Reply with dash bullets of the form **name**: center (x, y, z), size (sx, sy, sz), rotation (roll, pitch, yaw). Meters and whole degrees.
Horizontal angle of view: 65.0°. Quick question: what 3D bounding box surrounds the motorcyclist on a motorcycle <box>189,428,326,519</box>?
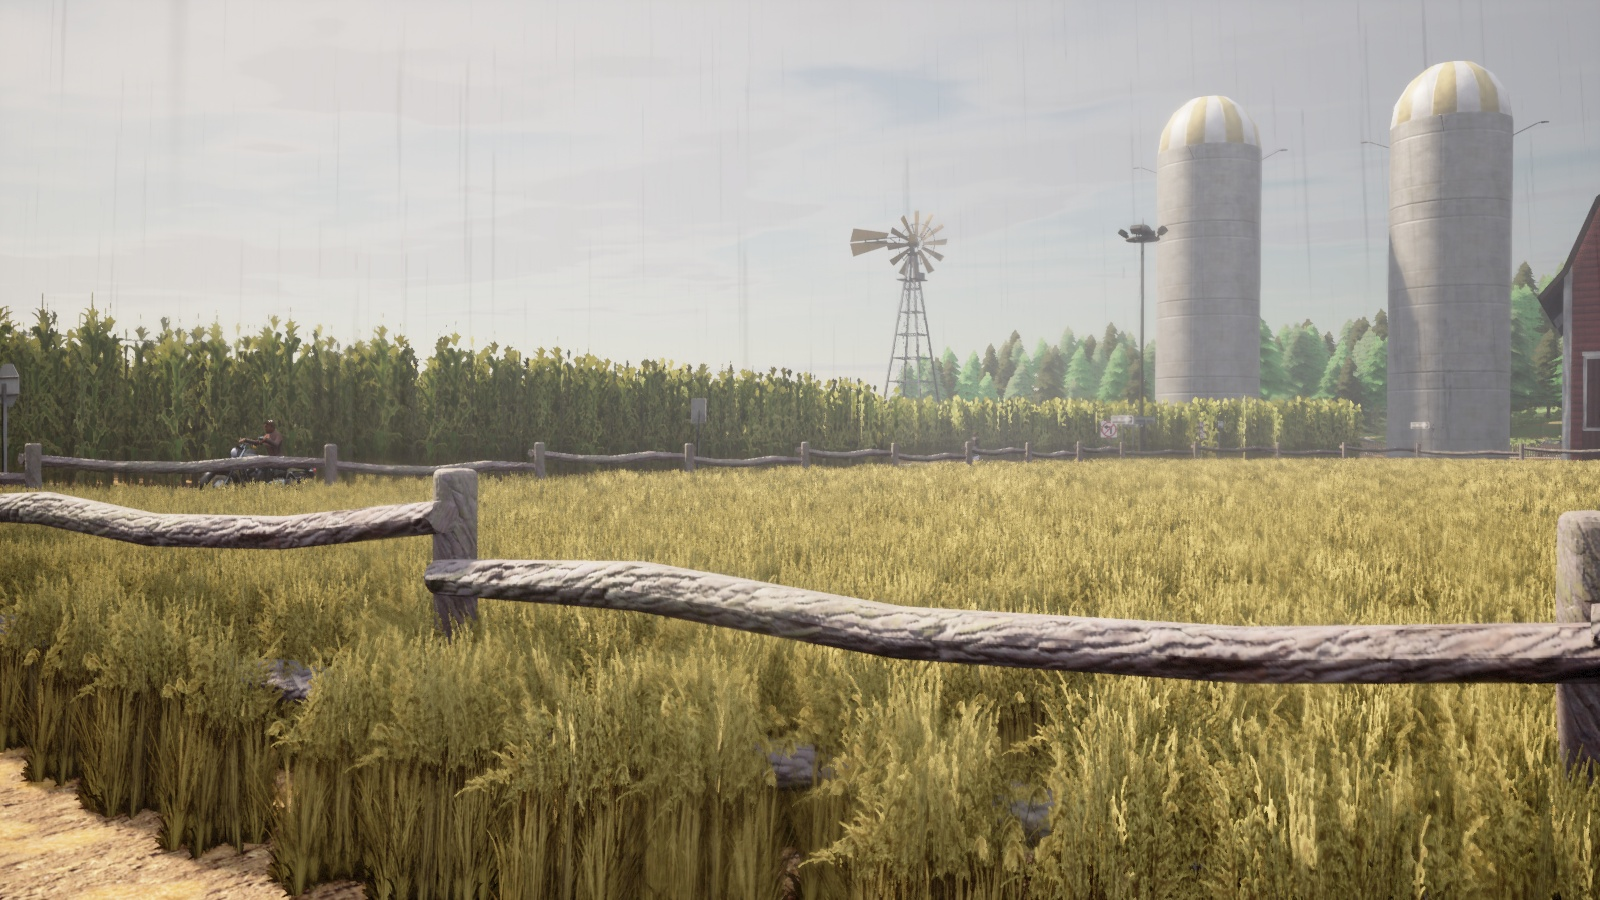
- **motorcyclist on a motorcycle**: center (-10.309, 0.410, 23.960), size (0.766, 1.649, 2.350), rotation (0, 0, 34)
